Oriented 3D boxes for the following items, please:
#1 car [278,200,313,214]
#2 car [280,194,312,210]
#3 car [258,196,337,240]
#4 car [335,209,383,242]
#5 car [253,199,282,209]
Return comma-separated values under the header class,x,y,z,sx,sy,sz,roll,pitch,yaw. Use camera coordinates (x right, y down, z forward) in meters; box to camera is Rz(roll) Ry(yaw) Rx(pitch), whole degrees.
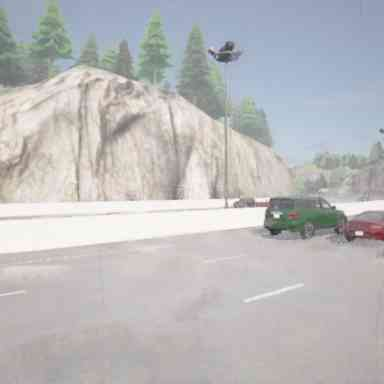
class,x,y,z,sx,sy,sz,roll,pitch,yaw
car,11.857,1.667,37.761,1.895,1.301,4.718,0,0,44
car,14.297,1.303,45.568,2.150,2.045,5.566,0,-1,42
car,6.094,1.252,17.631,5.566,2.045,2.150,0,0,-40
car,8.694,1.548,15.289,4.674,1.442,1.812,0,0,-40
car,10.704,1.687,46.789,1.895,1.301,4.718,0,0,42
